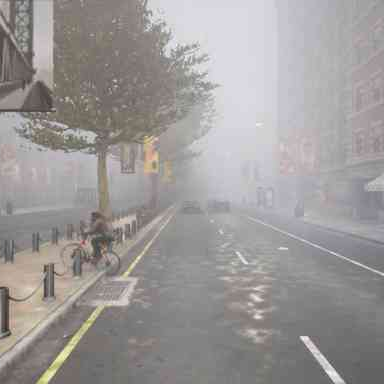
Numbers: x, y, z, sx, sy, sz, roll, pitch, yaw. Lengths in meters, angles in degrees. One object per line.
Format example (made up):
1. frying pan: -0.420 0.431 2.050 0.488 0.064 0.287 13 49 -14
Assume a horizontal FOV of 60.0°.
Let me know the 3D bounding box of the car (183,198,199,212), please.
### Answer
1. car: -0.139 1.601 38.945 1.895 1.301 4.718 0 0 -1

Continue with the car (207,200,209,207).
1. car: 3.237 1.564 47.344 1.994 1.385 4.181 0 0 0

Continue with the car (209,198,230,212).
1. car: 3.298 1.478 38.356 1.882 1.535 5.008 0 0 0

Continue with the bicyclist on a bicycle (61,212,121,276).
1. bicyclist on a bicycle: -2.621 1.375 8.964 1.656 1.620 0.582 12 -4 1

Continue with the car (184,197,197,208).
1. car: -0.210 1.526 48.049 1.812 1.442 4.674 0 0 1
